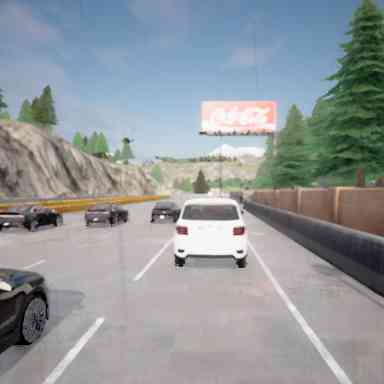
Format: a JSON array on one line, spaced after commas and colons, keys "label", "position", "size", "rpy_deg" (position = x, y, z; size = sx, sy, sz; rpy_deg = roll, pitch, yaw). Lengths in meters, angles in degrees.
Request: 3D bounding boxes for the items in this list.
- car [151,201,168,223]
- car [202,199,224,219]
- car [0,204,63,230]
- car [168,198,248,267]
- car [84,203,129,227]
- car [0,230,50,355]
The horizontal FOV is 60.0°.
[{"label": "car", "position": [-1.915, 1.483, 25.461], "size": [1.837, 1.490, 4.892], "rpy_deg": [0, 0, 4]}, {"label": "car", "position": [1.919, 1.467, 30.133], "size": [1.882, 1.535, 5.008], "rpy_deg": [0, 0, 4]}, {"label": "car", "position": [-9.337, 1.446, 19.459], "size": [2.128, 1.511, 4.902], "rpy_deg": [0, 0, 4]}, {"label": "car", "position": [0.664, 1.217, 11.629], "size": [2.150, 2.045, 5.566], "rpy_deg": [0, 0, 4]}, {"label": "car", "position": [-5.629, 1.458, 22.429], "size": [2.128, 1.511, 4.902], "rpy_deg": [0, 0, 4]}, {"label": "car", "position": [-3.249, 1.477, 3.441], "size": [2.128, 1.511, 4.902], "rpy_deg": [0, 0, 2]}]
